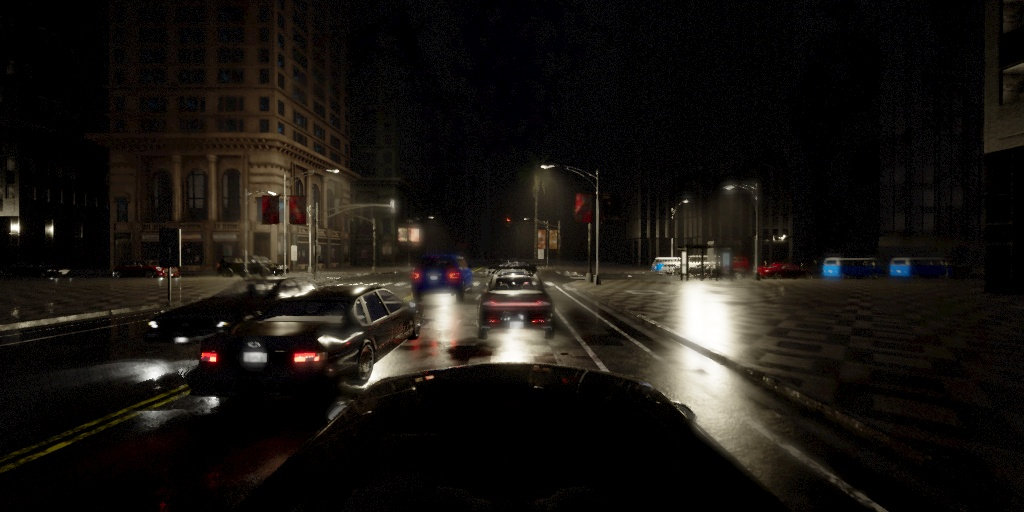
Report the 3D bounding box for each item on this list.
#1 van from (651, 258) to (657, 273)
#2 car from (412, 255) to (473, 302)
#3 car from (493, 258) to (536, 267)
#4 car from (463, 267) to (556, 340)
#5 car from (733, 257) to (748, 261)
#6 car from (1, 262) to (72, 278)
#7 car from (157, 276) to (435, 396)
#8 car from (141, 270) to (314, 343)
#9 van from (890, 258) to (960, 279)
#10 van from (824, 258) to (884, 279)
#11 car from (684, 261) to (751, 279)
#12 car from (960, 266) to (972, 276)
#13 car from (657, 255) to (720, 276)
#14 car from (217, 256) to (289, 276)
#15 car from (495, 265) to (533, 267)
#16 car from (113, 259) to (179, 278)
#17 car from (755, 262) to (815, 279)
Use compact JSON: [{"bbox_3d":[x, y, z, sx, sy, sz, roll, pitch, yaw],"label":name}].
[{"bbox_3d":[17.054,1.065,38.375,3.998,1.789,1.690,0,0,0],"label":"van"},{"bbox_3d":[-3.156,0.972,17.166,2.150,2.045,5.566,0,0,0],"label":"car"},{"bbox_3d":[-0.039,1.242,33.416,4.902,1.511,2.128,0,0,-22],"label":"car"},{"bbox_3d":[0.092,1.240,9.994,2.128,1.511,4.902,0,0,0],"label":"car"},{"bbox_3d":[22.731,1.035,38.379,5.009,1.841,2.192,0,0,0],"label":"car"},{"bbox_3d":[-43.155,1.289,32.637,4.902,1.511,2.128,0,0,0],"label":"car"},{"bbox_3d":[-3.150,1.297,6.925,2.033,1.411,5.357,0,0,0],"label":"car"},{"bbox_3d":[-6.624,1.297,9.835,2.033,1.411,5.357,0,0,0],"label":"car"},{"bbox_3d":[34.093,1.080,29.862,3.998,1.789,1.690,0,0,0],"label":"van"},{"bbox_3d":[28.416,1.082,29.858,3.998,1.789,1.690,0,0,0],"label":"van"},{"bbox_3d":[17.061,1.299,29.850,4.403,1.370,2.007,0,0,0],"label":"car"},{"bbox_3d":[42.323,1.322,35.685,4.718,1.301,1.895,0,0,0],"label":"car"},{"bbox_3d":[17.907,0.952,35.712,5.566,2.045,2.150,0,0,0],"label":"car"},{"bbox_3d":[-23.454,0.996,32.536,5.566,2.045,2.150,0,0,0],"label":"car"},{"bbox_3d":[0.078,1.351,19.110,1.895,1.301,4.718,0,0,0],"label":"car"},{"bbox_3d":[-33.172,1.137,32.586,4.553,1.767,2.097,0,0,0],"label":"car"},{"bbox_3d":[22.739,1.326,29.854,4.207,1.307,1.802,0,0,0],"label":"car"}]
